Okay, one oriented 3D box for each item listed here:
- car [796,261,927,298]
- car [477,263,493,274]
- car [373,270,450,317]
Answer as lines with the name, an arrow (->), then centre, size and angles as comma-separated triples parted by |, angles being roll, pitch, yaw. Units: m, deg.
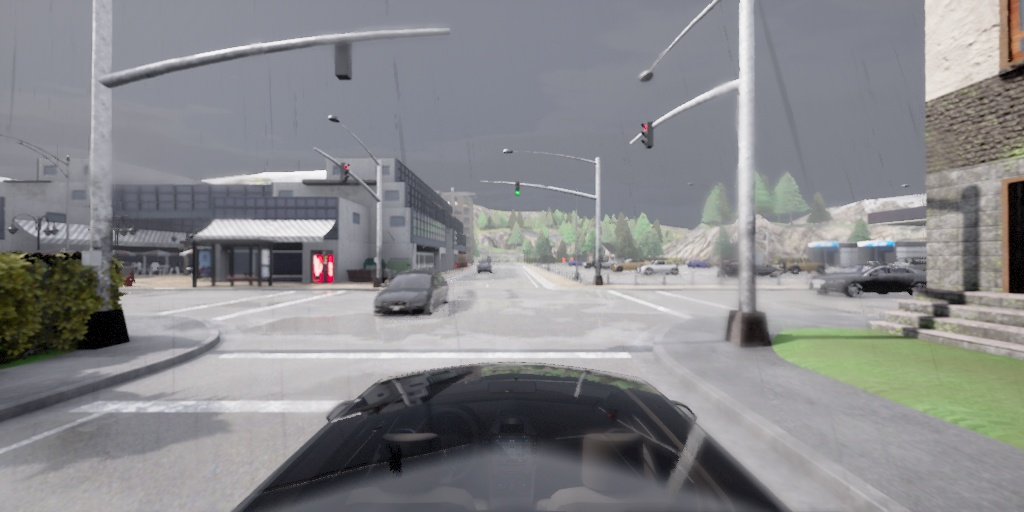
car -> 16.823, 1.147, 16.883 | 4.902, 1.511, 2.128 | 0, 0, 0
car -> -3.514, 1.576, 47.043 | 2.033, 1.411, 5.357 | 0, 0, 0
car -> -3.559, 1.325, 13.440 | 1.837, 1.490, 4.892 | -1, 1, 0
